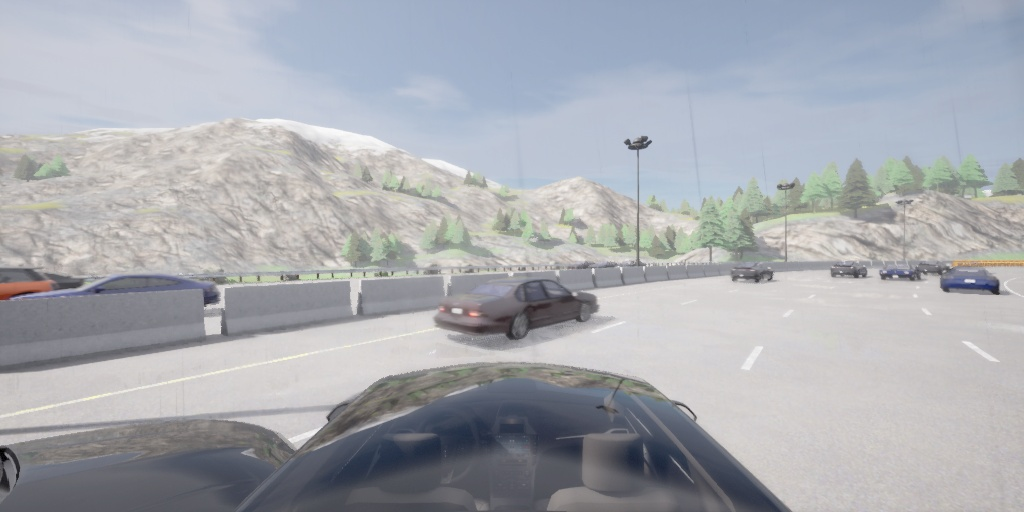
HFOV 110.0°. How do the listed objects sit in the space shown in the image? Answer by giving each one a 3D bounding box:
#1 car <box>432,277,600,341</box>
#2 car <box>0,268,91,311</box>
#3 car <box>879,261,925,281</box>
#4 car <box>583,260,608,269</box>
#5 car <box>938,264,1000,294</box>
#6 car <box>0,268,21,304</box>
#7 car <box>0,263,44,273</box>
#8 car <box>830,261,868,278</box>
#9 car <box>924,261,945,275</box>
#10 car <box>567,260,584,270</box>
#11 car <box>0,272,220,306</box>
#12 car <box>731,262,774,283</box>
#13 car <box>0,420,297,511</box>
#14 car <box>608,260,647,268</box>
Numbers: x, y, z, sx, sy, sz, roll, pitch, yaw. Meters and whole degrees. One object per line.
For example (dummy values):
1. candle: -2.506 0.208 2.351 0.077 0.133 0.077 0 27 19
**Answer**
1. car: 0.415 1.297 10.002 2.033 1.411 5.357 0 0 42
2. car: -19.424 1.255 13.261 1.837 1.490 4.892 0 0 37
3. car: 32.284 1.351 29.745 4.718 1.301 1.895 0 0 -35
4. car: 11.904 1.328 45.284 5.357 1.411 2.033 0 0 -38
5. car: 25.883 1.312 20.329 4.181 1.385 1.994 0 0 -40
6. car: -23.213 1.276 14.030 1.812 1.442 4.674 0 0 37
7. car: -16.970 1.102 10.683 2.097 1.767 4.553 0 0 37
8. car: 31.370 1.242 33.367 4.902 1.511 2.128 0 0 -35
9. car: 43.308 1.242 36.891 4.902 1.511 2.128 0 0 -31
10. car: 9.721 1.297 48.020 5.357 1.411 2.033 0 0 -38
11. car: -12.160 1.276 11.244 1.812 1.442 4.674 0 0 38
12. car: 18.896 1.242 28.145 4.902 1.511 2.128 0 0 -40
13. car: -2.983 1.255 0.554 4.892 1.490 1.837 0 0 -45
14. car: 14.066 1.265 42.532 4.902 1.511 2.128 0 0 -38
